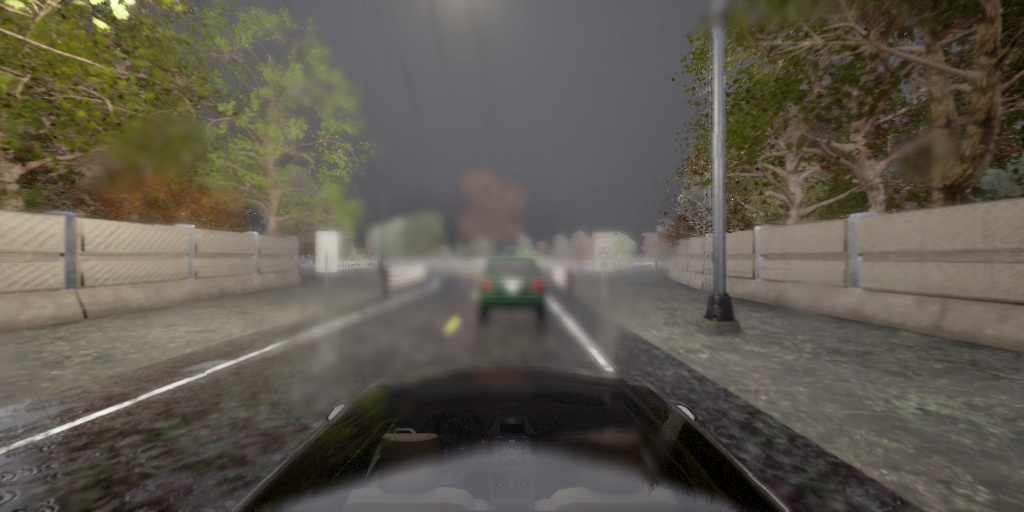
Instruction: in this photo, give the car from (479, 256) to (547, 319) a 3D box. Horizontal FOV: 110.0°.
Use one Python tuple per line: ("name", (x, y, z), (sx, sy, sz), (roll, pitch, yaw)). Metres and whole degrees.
("car", (0.037, 1.027, 13.267), (2.150, 2.045, 5.566), (0, 0, 0))
